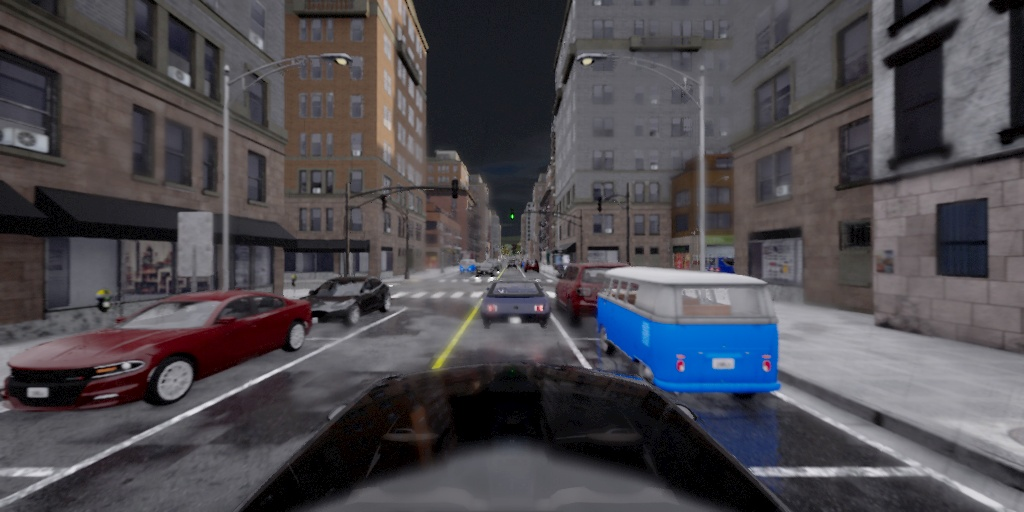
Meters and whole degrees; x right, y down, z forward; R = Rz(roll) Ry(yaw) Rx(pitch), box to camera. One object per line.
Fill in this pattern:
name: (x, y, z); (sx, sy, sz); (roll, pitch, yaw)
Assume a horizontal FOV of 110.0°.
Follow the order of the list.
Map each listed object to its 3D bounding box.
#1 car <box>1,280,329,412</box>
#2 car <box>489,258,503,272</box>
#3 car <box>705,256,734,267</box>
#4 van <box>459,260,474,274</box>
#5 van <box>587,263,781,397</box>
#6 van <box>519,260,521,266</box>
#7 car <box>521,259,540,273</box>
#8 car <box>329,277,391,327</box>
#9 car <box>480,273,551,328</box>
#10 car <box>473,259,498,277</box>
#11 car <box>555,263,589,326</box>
car: (-5.388, 1.320, 6.320); (1.888, 1.381, 4.507); (0, 0, 0)
car: (-2.833, 1.373, 52.816); (2.097, 1.767, 4.553); (0, 0, 0)
car: (15.449, 1.018, 23.749); (5.566, 2.045, 2.150); (0, 0, 0)
van: (-5.407, 1.313, 43.795); (1.690, 1.789, 3.998); (0, 0, 0)
van: (2.637, 1.116, 6.320); (1.690, 1.789, 3.998); (0, 0, 0)
van: (2.691, 1.427, 65.420); (1.690, 1.789, 3.998); (0, 0, 0)
car: (2.706, 1.316, 49.202); (2.192, 1.841, 5.009); (0, 0, 0)
car: (-5.388, 1.370, 11.831); (1.948, 1.339, 4.313); (0, 0, 0)
car: (0.100, 1.404, 11.559); (1.895, 1.301, 4.718); (0, 0, 0)
car: (-2.844, 1.450, 39.148); (1.837, 1.490, 4.892); (0, 1, 0)
car: (2.637, 1.119, 11.831); (2.192, 1.841, 5.009); (0, 0, 0)
